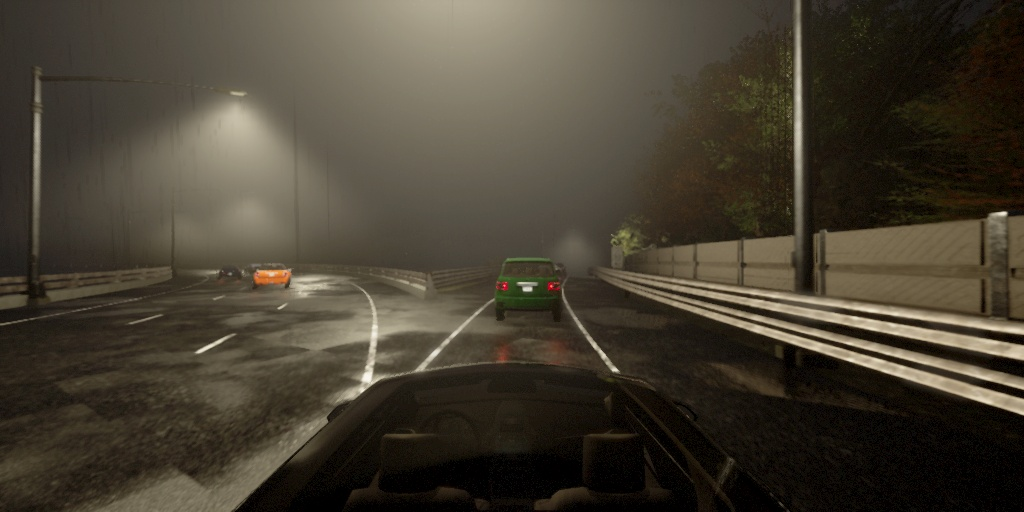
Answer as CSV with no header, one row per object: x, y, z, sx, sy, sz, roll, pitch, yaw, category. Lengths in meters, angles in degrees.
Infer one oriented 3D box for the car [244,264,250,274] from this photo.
-34.796,1.742,48.591,5.357,1.411,2.033,-1,-1,44,car

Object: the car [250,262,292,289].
-17.302,1.333,26.038,2.097,1.767,4.553,0,-1,-30,car

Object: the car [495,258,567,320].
0.660,1.092,13.342,2.150,2.045,5.566,0,0,4,car

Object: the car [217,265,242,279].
-29.223,1.609,37.149,1.812,1.442,4.674,1,-1,-39,car

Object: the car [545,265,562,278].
5.195,1.879,44.457,1.812,1.442,4.674,0,-2,10,car
